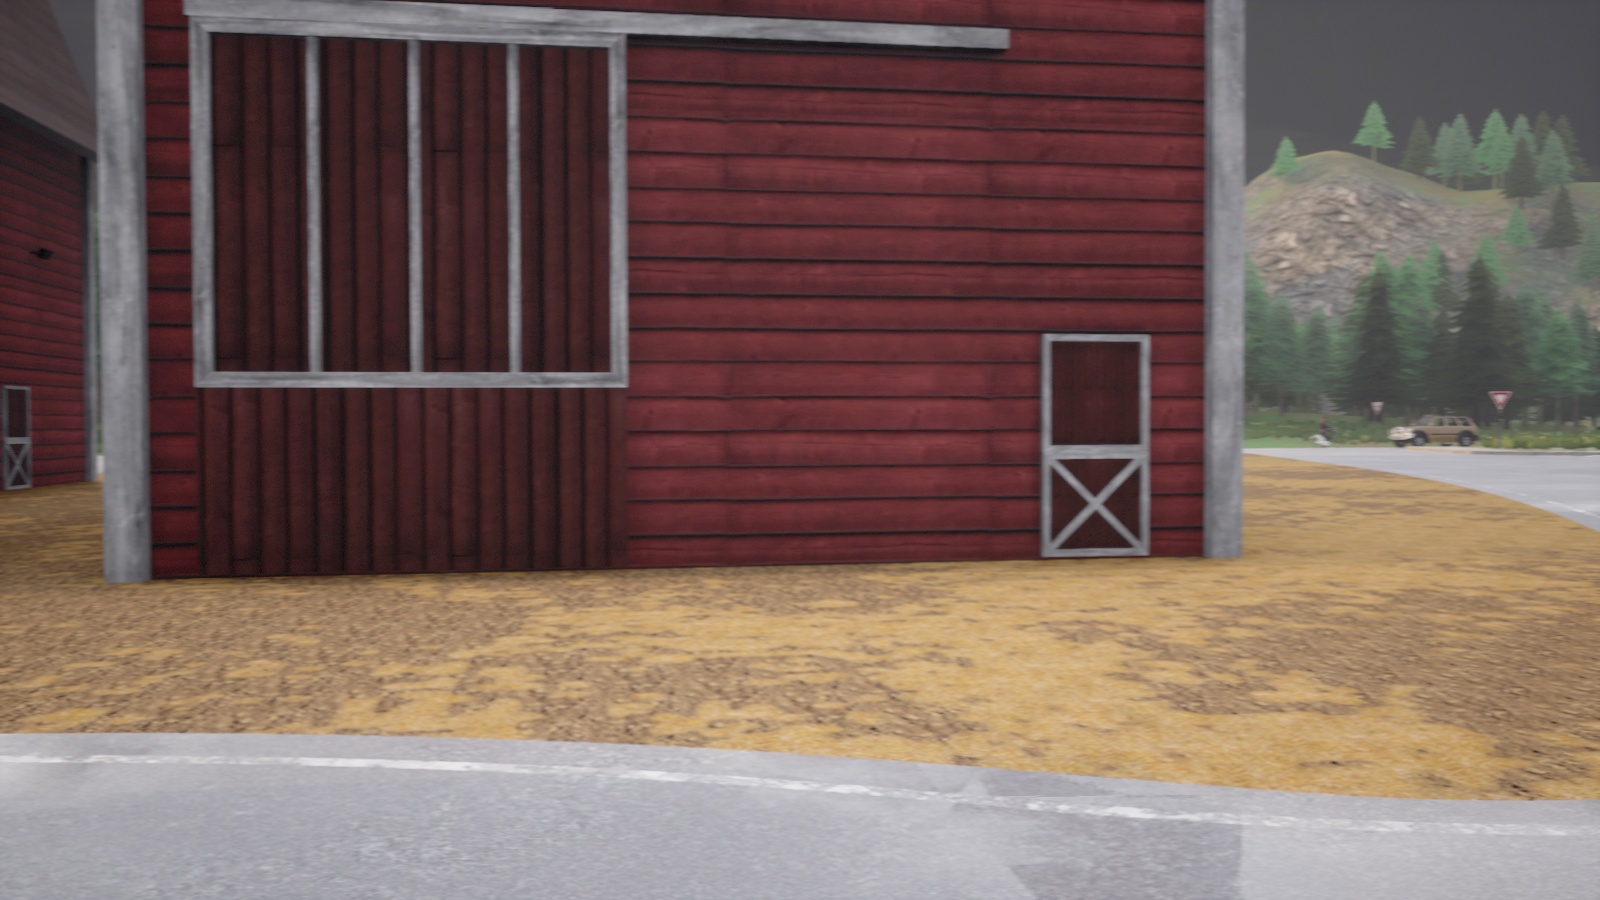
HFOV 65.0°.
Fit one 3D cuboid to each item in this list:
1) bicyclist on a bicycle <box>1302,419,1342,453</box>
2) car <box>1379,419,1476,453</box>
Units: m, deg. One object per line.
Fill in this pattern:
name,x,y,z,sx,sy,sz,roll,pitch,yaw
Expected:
bicyclist on a bicycle,27.524,-0.728,66.161,1.843,1.776,0.659,1,0,-8
car,35.331,-0.787,70.785,4.605,1.855,1.932,0,1,-8
